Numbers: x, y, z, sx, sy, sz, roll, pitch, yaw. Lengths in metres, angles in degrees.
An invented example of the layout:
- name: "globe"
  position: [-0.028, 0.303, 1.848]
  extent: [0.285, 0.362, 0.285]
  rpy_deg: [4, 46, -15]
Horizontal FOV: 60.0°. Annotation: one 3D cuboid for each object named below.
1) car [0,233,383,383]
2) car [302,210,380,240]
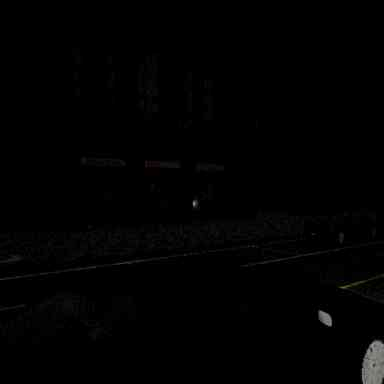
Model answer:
- name: "car"
  position: [0.141, 1.477, 3.422]
  extent: [5.008, 1.535, 1.882]
  rpy_deg: [0, 0, -36]
- name: "car"
  position: [6.996, 1.547, 15.505]
  extent: [4.507, 1.381, 1.887]
  rpy_deg: [0, 0, -35]
